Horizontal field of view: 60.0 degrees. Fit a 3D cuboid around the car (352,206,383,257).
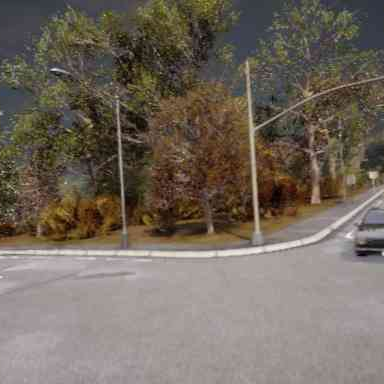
[{"bbox_3d":[6.784,1.212,11.349,2.033,1.411,5.357,-4,0,33],"label":"car"}]
